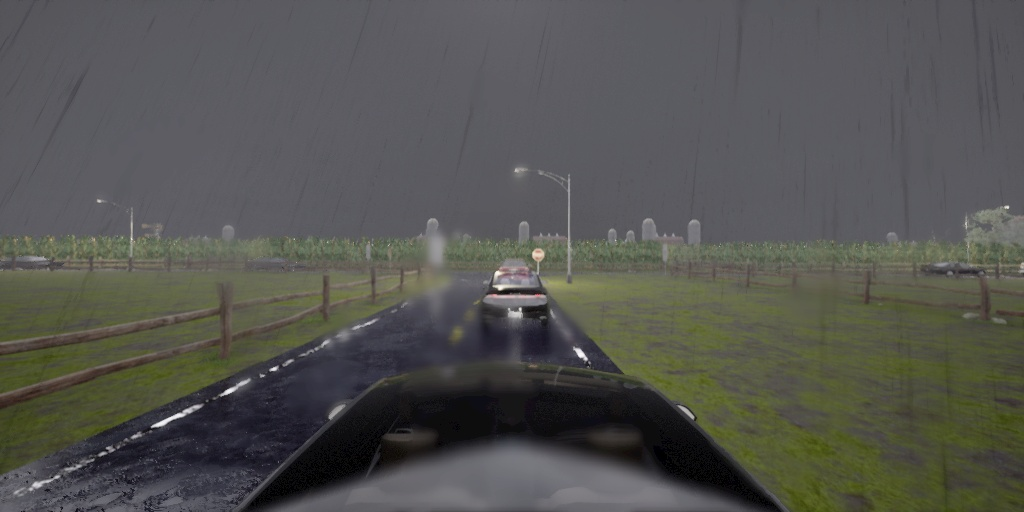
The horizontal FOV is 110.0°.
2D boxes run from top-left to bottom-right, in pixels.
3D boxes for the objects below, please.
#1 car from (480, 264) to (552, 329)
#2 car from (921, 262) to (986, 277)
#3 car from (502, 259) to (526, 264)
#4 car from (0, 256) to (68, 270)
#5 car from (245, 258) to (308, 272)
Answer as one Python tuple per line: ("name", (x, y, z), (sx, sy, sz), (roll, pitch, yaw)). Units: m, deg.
("car", (0.100, 1.182, 11.002), (2.128, 1.511, 4.902), (0, 0, 0))
("car", (44.157, 1.354, 35.888), (5.008, 1.535, 1.882), (1, -1, 1))
("car", (0.154, 0.959, 23.323), (2.097, 1.767, 4.553), (0, 0, 2))
("car", (-48.739, 0.733, 36.426), (5.357, 1.411, 2.033), (0, -1, 1))
("car", (-23.736, 0.887, 36.214), (5.357, 1.411, 2.033), (0, -1, 0))
